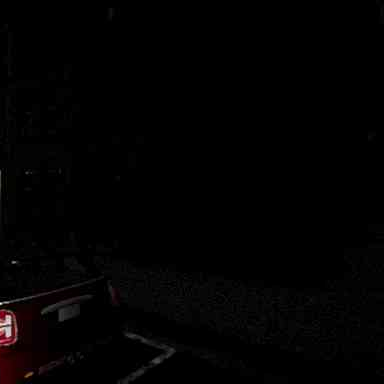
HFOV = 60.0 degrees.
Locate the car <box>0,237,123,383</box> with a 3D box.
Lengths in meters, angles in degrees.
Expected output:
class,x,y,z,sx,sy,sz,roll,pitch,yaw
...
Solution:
class,x,y,z,sx,sy,sz,roll,pitch,yaw
car,-3.003,1.411,4.988,4.097,1.590,1.967,0,0,35
